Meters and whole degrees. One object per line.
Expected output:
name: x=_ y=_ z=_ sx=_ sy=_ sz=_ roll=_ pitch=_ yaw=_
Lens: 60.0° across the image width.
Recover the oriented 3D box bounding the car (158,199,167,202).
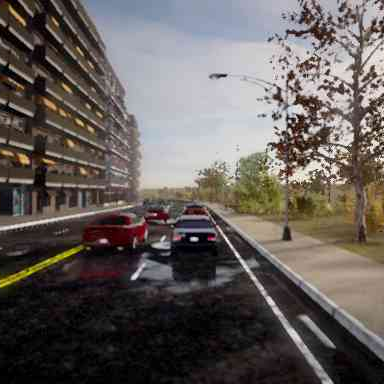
car: x=-6.269 y=2.179 z=71.002 sx=1.837 sy=1.490 sz=4.892 roll=0 pitch=-1 yaw=-1

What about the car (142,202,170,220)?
car: x=-2.999 y=1.841 z=29.171 sx=1.994 sy=1.385 sz=4.181 roll=0 pitch=-1 yaw=1

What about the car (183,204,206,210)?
car: x=0.255 y=1.757 z=29.353 sx=1.882 sy=1.535 sz=5.008 roll=0 pitch=0 yaw=1

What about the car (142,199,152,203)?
car: x=-9.517 y=2.178 z=70.882 sx=1.837 sy=1.490 sz=4.892 roll=0 pitch=-1 yaw=-1

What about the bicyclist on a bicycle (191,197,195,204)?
bicyclist on a bicycle: x=0.405 y=2.317 z=89.810 sx=0.582 sy=1.620 sz=1.656 roll=0 pitch=-1 yaw=-3

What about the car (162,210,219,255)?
car: x=0.097 y=1.679 z=13.861 sx=2.033 sy=1.411 sz=5.357 roll=0 pitch=-1 yaw=1

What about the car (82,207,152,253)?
car: x=-3.143 y=1.613 z=14.384 sx=1.882 sy=1.535 sz=5.008 roll=0 pitch=0 yaw=1
